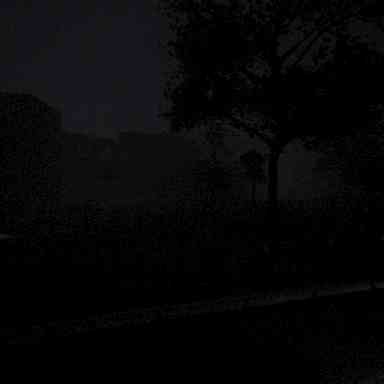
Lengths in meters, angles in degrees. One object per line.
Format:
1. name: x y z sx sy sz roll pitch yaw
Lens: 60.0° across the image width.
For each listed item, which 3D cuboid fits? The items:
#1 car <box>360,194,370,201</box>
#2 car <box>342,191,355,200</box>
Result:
1. car: 41.307 1.309 79.388 1.812 1.442 4.674 2 1 29
2. car: 37.995 0.921 80.091 2.150 2.045 5.566 2 1 27
